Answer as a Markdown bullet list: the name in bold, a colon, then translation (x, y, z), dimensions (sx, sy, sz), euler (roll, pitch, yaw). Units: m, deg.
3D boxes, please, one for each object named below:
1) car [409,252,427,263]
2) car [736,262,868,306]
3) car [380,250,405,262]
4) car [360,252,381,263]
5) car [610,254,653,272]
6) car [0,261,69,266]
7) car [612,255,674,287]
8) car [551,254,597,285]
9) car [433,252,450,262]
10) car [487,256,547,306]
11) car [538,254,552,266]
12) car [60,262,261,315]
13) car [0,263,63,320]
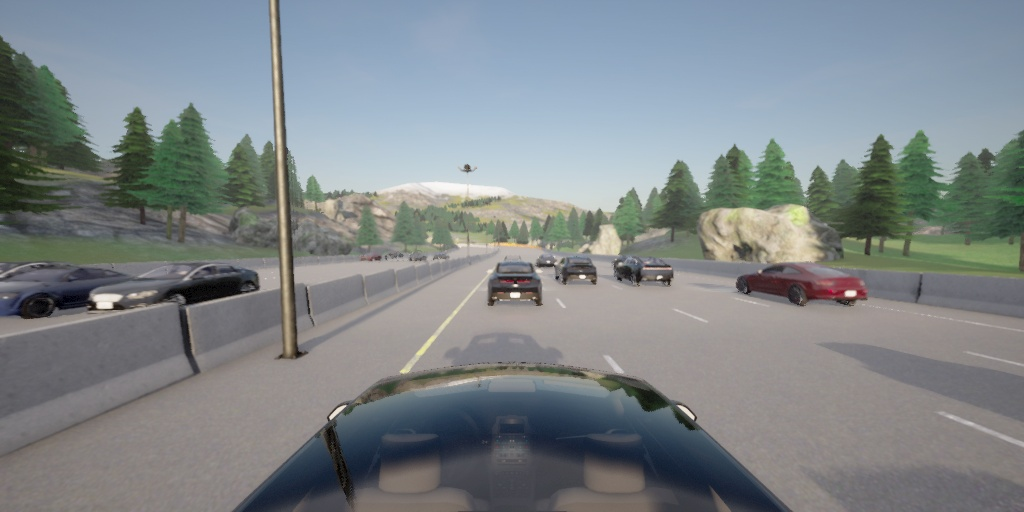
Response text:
- **car**: translation (-14.004, 0.185, 53.634), dimensions (1.837, 1.490, 4.892), euler (0, 1, 0)
- **car**: translation (10.600, 0.954, 13.517), dimensions (1.812, 1.442, 4.674), euler (0, 1, 0)
- **car**: translation (-17.504, -0.160, 53.613), dimensions (1.837, 1.490, 4.892), euler (0, 1, 0)
- **car**: translation (-21.004, 0.167, 53.635), dimensions (1.882, 1.535, 5.008), euler (0, 1, 0)
- **car**: translation (10.598, 0.578, 32.304), dimensions (2.033, 1.411, 5.357), euler (0, 1, 0)
- **car**: translation (-17.599, 0.939, 12.752), dimensions (2.128, 1.511, 4.902), euler (0, 1, 0)
- **car**: translation (7.099, 0.774, 19.676), dimensions (2.128, 1.511, 4.902), euler (0, 1, 0)
- **car**: translation (3.599, 0.764, 20.716), dimensions (1.837, 1.490, 4.892), euler (0, 1, 0)
- **car**: translation (-10.504, 0.044, 53.625), dimensions (1.994, 1.385, 4.181), euler (0, 1, 0)
- **car**: translation (0.099, 0.927, 13.714), dimensions (1.837, 1.490, 4.892), euler (0, 1, 0)
- **car**: translation (3.598, 0.508, 37.502), dimensions (1.994, 1.385, 4.181), euler (0, 1, 0)
- **car**: translation (-10.599, 0.964, 11.775), dimensions (2.128, 1.511, 4.902), euler (0, 1, 0)
- **car**: translation (-14.099, 1.051, 11.205), dimensions (1.994, 1.385, 4.181), euler (0, 1, 0)
